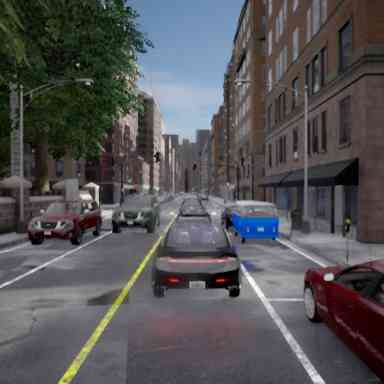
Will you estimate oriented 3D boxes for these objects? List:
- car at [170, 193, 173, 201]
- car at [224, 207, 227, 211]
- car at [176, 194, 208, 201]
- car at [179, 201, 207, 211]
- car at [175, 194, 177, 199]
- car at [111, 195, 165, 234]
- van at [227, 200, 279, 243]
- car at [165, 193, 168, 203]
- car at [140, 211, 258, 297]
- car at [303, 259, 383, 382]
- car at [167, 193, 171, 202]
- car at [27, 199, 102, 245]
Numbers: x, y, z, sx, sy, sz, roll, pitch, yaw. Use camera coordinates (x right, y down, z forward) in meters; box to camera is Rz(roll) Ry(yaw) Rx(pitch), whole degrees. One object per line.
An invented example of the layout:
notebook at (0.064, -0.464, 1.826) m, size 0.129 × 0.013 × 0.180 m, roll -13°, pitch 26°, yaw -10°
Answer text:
car at (-5.689, 1.433, 70.160) m, size 1.887 × 1.381 × 4.507 m, roll 0°, pitch 0°, yaw 0°
car at (2.849, 1.539, 21.272) m, size 1.947 × 1.339 × 4.313 m, roll 0°, pitch 0°, yaw 0°
car at (-0.009, 1.314, 27.629) m, size 2.097 × 1.767 × 4.553 m, roll 0°, pitch 0°, yaw 0°
car at (0.093, 1.469, 18.452) m, size 2.128 × 1.511 × 4.902 m, roll 0°, pitch 0°, yaw 0°
car at (-5.694, 1.422, 86.512) m, size 2.008 × 1.369 × 4.403 m, roll 0°, pitch 0°, yaw 0°
car at (-3.067, 1.200, 19.398) m, size 2.150 × 2.045 × 5.566 m, roll 0°, pitch 0°, yaw 0°
van at (2.850, 1.323, 15.612) m, size 1.690 × 1.788 × 3.998 m, roll 0°, pitch 0°, yaw 0°
car at (-5.686, 1.429, 59.088) m, size 1.752 × 1.417 × 4.829 m, roll 0°, pitch 0°, yaw 0°
car at (0.098, 1.482, 8.513) m, size 2.128 × 1.511 × 4.902 m, roll 0°, pitch 0°, yaw 0°
car at (2.853, 1.540, 4.291) m, size 1.887 × 1.381 × 4.507 m, roll 0°, pitch 0°, yaw 0°
car at (-5.688, 1.446, 64.709) m, size 2.008 × 1.369 × 4.403 m, roll 0°, pitch 0°, yaw 0°
car at (-5.674, 1.296, 15.569) m, size 2.192 × 1.841 × 5.009 m, roll 0°, pitch 0°, yaw 0°
